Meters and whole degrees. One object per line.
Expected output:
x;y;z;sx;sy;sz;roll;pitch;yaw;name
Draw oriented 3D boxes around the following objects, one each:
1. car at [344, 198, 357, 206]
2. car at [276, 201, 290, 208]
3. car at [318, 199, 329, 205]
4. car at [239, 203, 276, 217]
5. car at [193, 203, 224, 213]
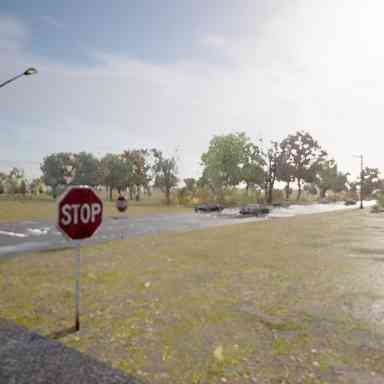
40.725;2.688;84.851;1.837;1.490;4.892;1;0;36;car
17.238;2.366;64.320;1.895;1.301;4.718;1;0;36;car
34.683;2.609;88.440;1.837;1.490;4.892;1;0;36;car
7.472;2.076;38.874;2.033;1.411;5.357;1;0;36;car
2.221;2.090;43.556;1.895;1.301;4.718;1;0;36;car
